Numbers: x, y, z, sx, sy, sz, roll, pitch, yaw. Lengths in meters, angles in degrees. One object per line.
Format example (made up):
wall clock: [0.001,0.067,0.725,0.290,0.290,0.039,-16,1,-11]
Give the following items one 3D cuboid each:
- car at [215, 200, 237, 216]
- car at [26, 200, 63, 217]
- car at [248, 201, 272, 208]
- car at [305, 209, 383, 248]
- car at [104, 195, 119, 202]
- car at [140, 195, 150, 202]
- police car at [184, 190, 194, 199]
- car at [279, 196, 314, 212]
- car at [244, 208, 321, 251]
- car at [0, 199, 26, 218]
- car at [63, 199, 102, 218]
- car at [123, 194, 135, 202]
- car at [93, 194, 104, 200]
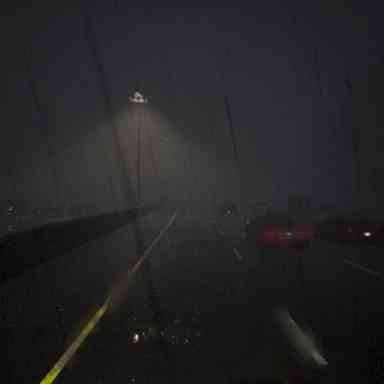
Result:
car: [3.599,1.661,35.020,1.837,1.490,4.892,0,0,0]
car: [-14.096,1.664,32.975,1.837,1.490,4.892,0,0,0]
car: [7.100,1.648,34.894,2.128,1.511,4.902,0,0,0]
car: [7.100,1.690,15.463,1.994,1.385,4.181,0,0,0]
car: [-17.501,1.334,73.551,1.812,1.442,4.674,0,1,0]
car: [-10.501,1.334,73.551,1.812,1.442,4.674,0,1,0]
police car: [-1.226,0.927,89.754,1.930,1.638,5.238,0,1,0]
car: [10.600,1.379,34.109,2.150,2.045,5.566,0,0,0]
car: [3.601,1.670,14.807,2.033,1.411,5.357,0,0,0]
car: [-17.596,1.511,32.623,2.097,1.767,4.553,0,0,0]
car: [-10.597,1.723,32.551,1.994,1.385,4.181,0,0,0]
car: [-14.001,1.281,73.967,1.882,1.535,5.008,0,1,0]
car: [-21.001,1.214,75.593,2.033,1.411,5.357,0,1,0]
